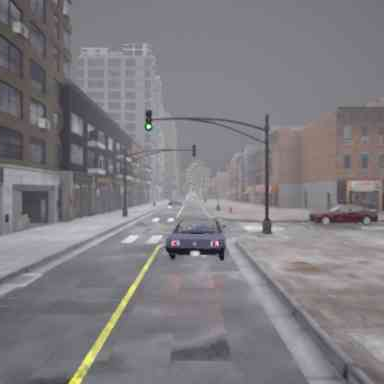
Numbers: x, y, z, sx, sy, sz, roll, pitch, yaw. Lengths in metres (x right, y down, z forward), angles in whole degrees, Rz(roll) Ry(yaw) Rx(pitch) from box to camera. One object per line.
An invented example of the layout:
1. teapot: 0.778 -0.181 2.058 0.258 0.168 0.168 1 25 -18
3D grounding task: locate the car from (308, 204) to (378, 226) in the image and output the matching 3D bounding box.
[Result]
1. car: 10.376 1.543 22.996 4.507 1.381 1.887 0 0 0

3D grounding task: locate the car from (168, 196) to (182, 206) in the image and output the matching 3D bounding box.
1. car: -2.796 1.460 55.600 2.097 1.767 4.553 0 0 0

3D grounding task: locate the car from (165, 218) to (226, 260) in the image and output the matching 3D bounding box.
1. car: 0.320 1.602 12.382 1.895 1.301 4.718 0 0 6
